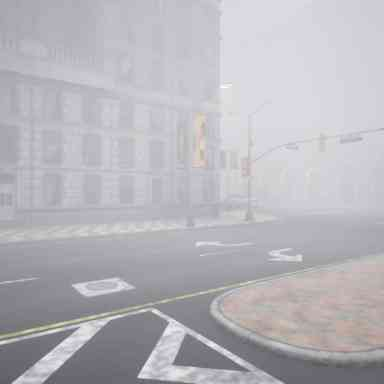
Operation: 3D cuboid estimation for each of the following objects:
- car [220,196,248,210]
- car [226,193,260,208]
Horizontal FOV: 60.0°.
[{"bbox_3d":[4.725,1.563,43.414,1.994,1.385,4.181,0,0,-36],"label":"car"},{"bbox_3d":[6.897,1.221,46.378,2.150,2.045,5.566,0,0,-37],"label":"car"}]
